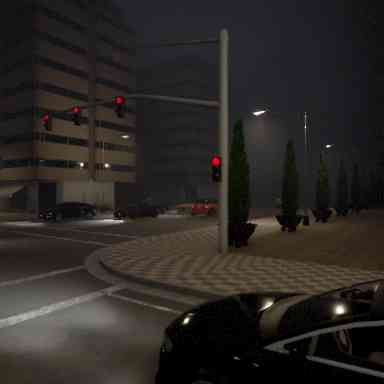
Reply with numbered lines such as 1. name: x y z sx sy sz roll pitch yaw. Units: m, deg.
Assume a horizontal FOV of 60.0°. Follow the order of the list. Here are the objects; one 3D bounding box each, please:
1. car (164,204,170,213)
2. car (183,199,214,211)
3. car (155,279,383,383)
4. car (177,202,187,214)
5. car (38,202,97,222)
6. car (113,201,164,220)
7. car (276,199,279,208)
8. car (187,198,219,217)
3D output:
1. car: -4.571 1.625 35.459 2.033 1.411 5.357 0 0 35
2. car: 0.881 1.641 43.148 1.994 1.385 4.181 0 0 36
3. car: 1.870 1.491 2.639 4.902 1.511 2.128 0 0 36
4. car: 0.334 1.552 36.334 1.882 1.535 5.008 0 0 35
5. car: -10.191 1.582 27.502 1.837 1.490 4.892 0 0 35
6. car: -4.816 1.638 29.046 1.994 1.385 4.181 0 0 35
7. car: 14.482 1.289 49.954 2.150 2.045 5.566 0 0 35
8. car: 1.900 1.422 32.164 2.097 1.767 4.553 0 0 35
